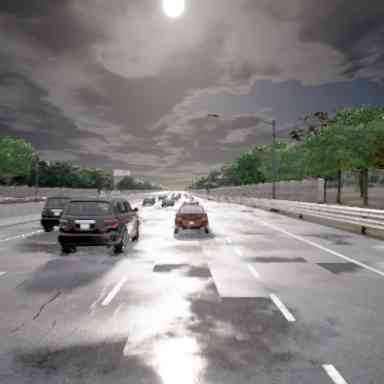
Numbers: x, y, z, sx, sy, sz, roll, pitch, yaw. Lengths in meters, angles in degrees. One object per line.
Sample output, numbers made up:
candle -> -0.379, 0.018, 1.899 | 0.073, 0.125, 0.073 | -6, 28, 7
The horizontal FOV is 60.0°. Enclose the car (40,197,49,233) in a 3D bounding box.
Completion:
car -> -7.032, 1.223, 19.983 | 2.150, 2.045, 5.566 | 0, 0, 0

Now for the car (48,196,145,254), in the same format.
car -> -3.512, 1.223, 13.561 | 2.150, 2.045, 5.566 | 0, 0, 0

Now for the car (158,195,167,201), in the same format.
car -> -7.735, 1.496, 87.156 | 1.882, 1.535, 5.008 | 0, 0, -1

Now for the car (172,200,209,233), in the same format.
car -> -0.031, 1.476, 19.896 | 1.882, 1.535, 5.008 | 0, 0, 0

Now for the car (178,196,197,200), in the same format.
car -> -0.121, 1.479, 36.678 | 2.128, 1.511, 4.902 | 0, 0, 0

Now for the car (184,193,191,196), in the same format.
car -> -0.517, 1.544, 73.490 | 1.994, 1.385, 4.181 | 0, 0, -1

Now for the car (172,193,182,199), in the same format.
car -> -4.167, 1.604, 83.142 | 1.895, 1.301, 4.718 | 0, 0, -1

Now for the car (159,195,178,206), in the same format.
car -> -3.769, 1.543, 53.485 | 1.994, 1.385, 4.181 | 0, 0, -1

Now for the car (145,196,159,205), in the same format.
car -> -7.312, 1.472, 57.517 | 2.128, 1.511, 4.902 | 0, 0, -1
